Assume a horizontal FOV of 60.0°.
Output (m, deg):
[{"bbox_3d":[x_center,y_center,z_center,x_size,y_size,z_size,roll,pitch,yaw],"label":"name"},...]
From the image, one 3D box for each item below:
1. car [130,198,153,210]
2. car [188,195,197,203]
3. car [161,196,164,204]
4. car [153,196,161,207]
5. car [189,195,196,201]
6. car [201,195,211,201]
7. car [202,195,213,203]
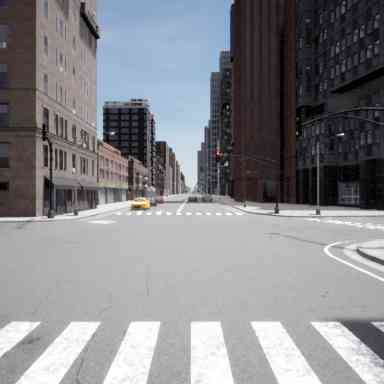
[{"bbox_3d":[-6.531,1.485,42.203,1.882,1.535,5.008,0,0,0],"label":"car"},{"bbox_3d":[0.113,1.483,70.978,1.882,1.535,5.008,0,0,0],"label":"car"},{"bbox_3d":[-6.452,1.486,63.605,1.882,1.535,5.008,0,0,0],"label":"car"},{"bbox_3d":[-6.504,1.573,52.227,1.994,1.385,4.181,0,0,1],"label":"car"},{"bbox_3d":[0.130,1.450,81.397,1.882,1.535,5.008,0,0,0],"label":"car"},{"bbox_3d":[3.379,1.497,81.393,2.128,1.511,4.902,0,0,0],"label":"car"},{"bbox_3d":[3.363,1.530,70.973,2.128,1.511,4.902,0,0,0],"label":"car"}]
